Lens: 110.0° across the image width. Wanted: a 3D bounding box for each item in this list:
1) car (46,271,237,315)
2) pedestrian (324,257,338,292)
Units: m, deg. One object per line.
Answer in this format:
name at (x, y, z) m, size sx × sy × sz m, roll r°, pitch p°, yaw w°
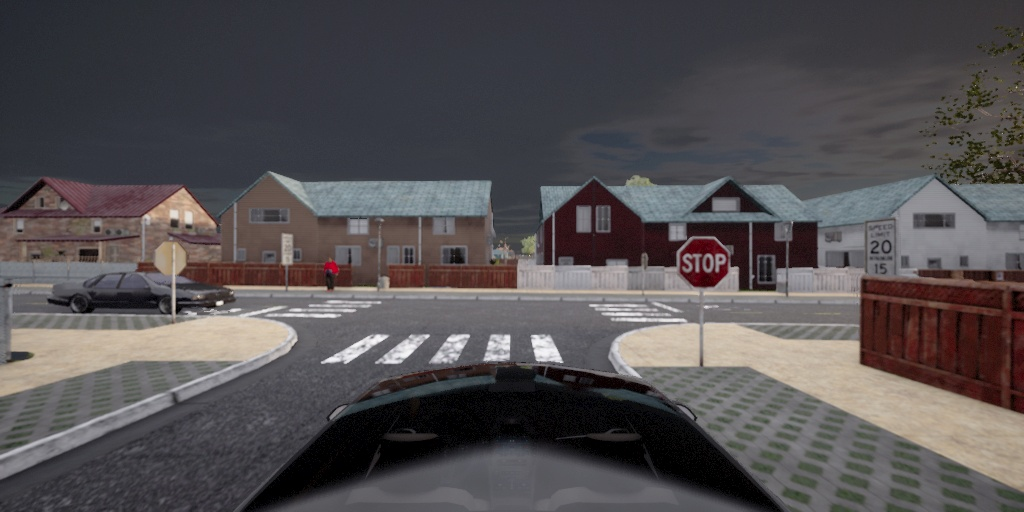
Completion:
car at (-13.011, 1.255, 12.764) m, size 5.357 × 1.411 × 2.033 m, roll 1°, pitch 0°, yaw 1°
pedestrian at (-9.396, 0.915, 18.555) m, size 0.375 × 1.860 × 0.375 m, roll 0°, pitch -1°, yaw 1°
